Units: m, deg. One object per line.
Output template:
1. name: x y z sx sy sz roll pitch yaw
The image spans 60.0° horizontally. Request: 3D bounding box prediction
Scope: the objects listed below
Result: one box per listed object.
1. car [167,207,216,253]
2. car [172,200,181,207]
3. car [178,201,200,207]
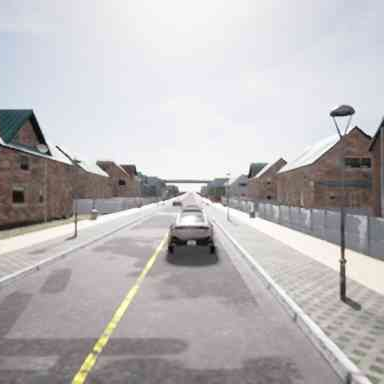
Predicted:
1. car: -0.001 1.623 14.302 2.128 1.511 4.902 0 0 0
2. car: -2.815 2.114 63.178 1.895 1.301 4.718 0 0 1
3. car: -0.006 1.764 29.300 1.837 1.490 4.892 0 0 0
